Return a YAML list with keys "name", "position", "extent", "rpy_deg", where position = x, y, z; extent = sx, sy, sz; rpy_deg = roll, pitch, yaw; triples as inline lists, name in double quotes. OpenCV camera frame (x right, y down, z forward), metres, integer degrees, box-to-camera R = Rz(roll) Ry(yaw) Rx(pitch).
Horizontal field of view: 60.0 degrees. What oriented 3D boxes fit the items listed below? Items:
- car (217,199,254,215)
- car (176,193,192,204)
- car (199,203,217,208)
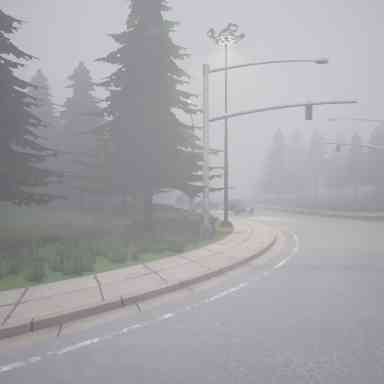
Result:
- name: "car"
  position: [4.717, 1.491, 34.282]
  extent: [2.128, 1.511, 4.902]
  rpy_deg: [0, 0, -15]
- name: "car"
  position: [-1.128, 1.223, 54.934]
  extent: [2.150, 2.045, 5.566]
  rpy_deg: [0, 0, -17]
- name: "car"
  position: [2.064, 1.601, 43.922]
  extent: [1.895, 1.301, 4.718]
  rpy_deg: [0, 0, -16]
